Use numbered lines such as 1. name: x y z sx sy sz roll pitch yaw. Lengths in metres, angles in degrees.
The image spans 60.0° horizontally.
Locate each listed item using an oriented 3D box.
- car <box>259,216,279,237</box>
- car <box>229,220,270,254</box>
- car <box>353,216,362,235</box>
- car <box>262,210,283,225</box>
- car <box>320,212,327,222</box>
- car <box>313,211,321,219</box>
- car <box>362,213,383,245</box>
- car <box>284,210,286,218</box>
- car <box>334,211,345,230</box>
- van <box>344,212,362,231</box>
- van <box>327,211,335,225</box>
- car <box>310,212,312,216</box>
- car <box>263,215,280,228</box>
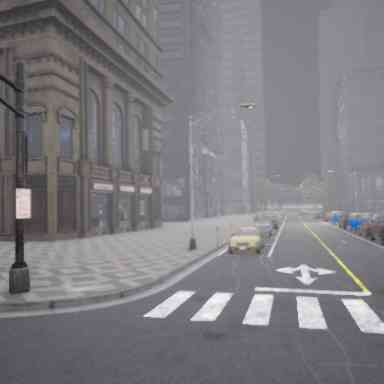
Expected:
1. car: 5.987 3.054 28.169 2.008 1.369 4.403 -3 -3 16
2. car: 3.162 2.557 18.649 1.752 1.417 4.829 -3 -3 16
3. car: 14.285 2.832 26.127 1.802 1.307 4.206 -3 -3 16
4. car: 8.755 3.280 37.541 2.192 1.841 5.009 -3 -3 16
5. car: 22.797 4.247 54.874 1.802 1.307 4.206 -3 -3 16
6. car: 27.230 4.962 69.822 1.947 1.339 4.313 -3 -3 16
7. car: 12.826 2.325 21.273 2.192 1.841 5.009 -3 -3 16
8. car: 15.749 4.563 61.101 1.967 1.590 4.097 -3 -3 16
9. car: 17.178 3.046 35.884 2.192 1.841 5.009 -3 -3 16
10. van: 15.728 2.832 31.012 1.690 1.788 3.998 -3 -3 16
11. van: 20.080 3.551 45.623 1.690 1.788 3.998 -3 -3 16
12. car: 30.185 5.428 79.788 2.008 1.369 4.403 -3 -3 16
13. car: 10.150 3.740 42.207 1.887 1.381 4.507 -3 -3 16
